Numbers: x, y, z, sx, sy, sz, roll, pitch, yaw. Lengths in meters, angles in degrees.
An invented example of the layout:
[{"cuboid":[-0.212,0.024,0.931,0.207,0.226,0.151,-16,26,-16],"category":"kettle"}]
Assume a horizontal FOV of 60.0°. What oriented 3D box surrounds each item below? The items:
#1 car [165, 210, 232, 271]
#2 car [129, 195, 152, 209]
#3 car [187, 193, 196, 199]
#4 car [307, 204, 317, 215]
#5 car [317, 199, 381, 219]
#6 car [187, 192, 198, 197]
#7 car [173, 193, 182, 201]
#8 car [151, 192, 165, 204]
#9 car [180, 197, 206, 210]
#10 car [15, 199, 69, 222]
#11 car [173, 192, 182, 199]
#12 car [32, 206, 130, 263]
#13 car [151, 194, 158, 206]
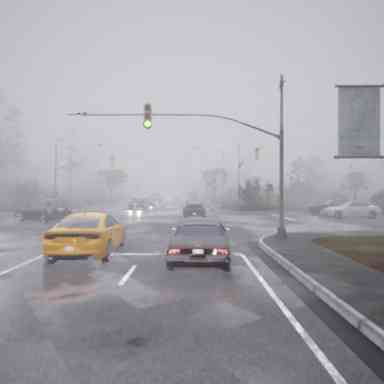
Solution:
[{"cuboid":[0.279,1.534,10.827,2.033,1.411,5.357,0,0,3],"category":"car"},{"cuboid":[-6.977,1.430,43.199,2.128,1.511,4.902,0,0,0],"category":"car"},{"cuboid":[-0.189,1.059,84.852,1.895,1.301,4.718,0,1,-4],"category":"car"},{"cuboid":[13.538,1.428,31.604,5.008,1.535,1.882,0,0,-3],"category":"car"},{"cuboid":[13.456,1.482,28.093,4.674,1.442,1.812,0,0,-3],"category":"car"},{"cuboid":[0.178,0.906,74.489,2.150,2.045,5.566,0,1,0],"category":"car"},{"cuboid":[-3.324,1.174,74.461,1.837,1.490,4.892,0,1,0],"category":"car"},{"cuboid":[-6.840,1.072,62.665,2.150,2.045,5.566,0,1,0],"category":"car"},{"cuboid":[0.171,1.463,29.191,1.837,1.490,4.892,0,0,0],"category":"car"},{"cuboid":[-10.945,1.319,24.437,4.553,1.767,2.097,0,0,34],"category":"car"},{"cuboid":[-3.679,0.901,84.587,1.812,1.442,4.674,0,1,-8],"category":"car"},{"cuboid":[-3.620,1.464,11.923,1.882,1.535,5.008,0,0,-3],"category":"car"},{"cuboid":[-6.906,1.424,52.594,1.837,1.490,4.892,0,0,1],"category":"car"}]
